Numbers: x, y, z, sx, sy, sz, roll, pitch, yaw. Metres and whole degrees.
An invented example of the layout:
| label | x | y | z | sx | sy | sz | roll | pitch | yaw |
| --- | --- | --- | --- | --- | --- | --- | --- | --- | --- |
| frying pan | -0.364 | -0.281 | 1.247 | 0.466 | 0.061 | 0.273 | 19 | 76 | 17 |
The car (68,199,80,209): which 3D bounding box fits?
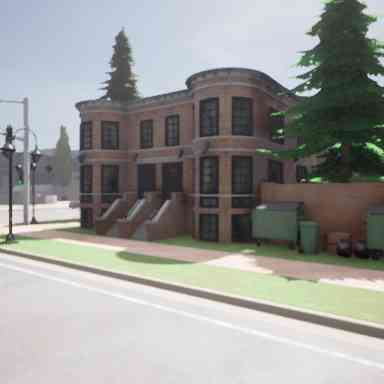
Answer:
| label | x | y | z | sx | sy | sz | roll | pitch | yaw |
| --- | --- | --- | --- | --- | --- | --- | --- | --- | --- |
| car | -13.514 | 1.231 | 42.506 | 2.097 | 1.767 | 4.553 | 0 | 0 | 30 |
